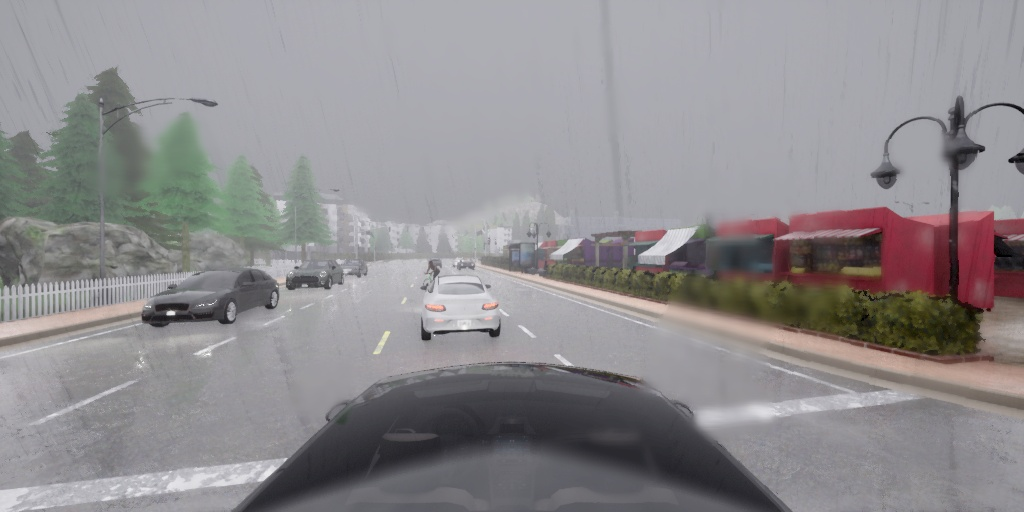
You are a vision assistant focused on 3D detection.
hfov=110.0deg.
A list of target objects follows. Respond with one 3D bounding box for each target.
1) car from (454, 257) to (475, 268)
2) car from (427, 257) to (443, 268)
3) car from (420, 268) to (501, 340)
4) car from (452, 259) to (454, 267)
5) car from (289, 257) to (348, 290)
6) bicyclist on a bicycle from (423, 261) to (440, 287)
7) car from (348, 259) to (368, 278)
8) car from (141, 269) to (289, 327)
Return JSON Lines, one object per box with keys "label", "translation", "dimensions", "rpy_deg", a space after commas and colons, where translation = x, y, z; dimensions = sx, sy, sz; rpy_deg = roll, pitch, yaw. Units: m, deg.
{"label": "car", "translation": [-5.677, 1.047, 43.744], "dimensions": [1.895, 1.301, 4.718], "rpy_deg": [0, 0, -13]}
{"label": "car", "translation": [-10.919, 0.897, 50.798], "dimensions": [1.837, 1.490, 4.892], "rpy_deg": [0, 0, -13]}
{"label": "car", "translation": [-1.487, 1.225, 9.761], "dimensions": [1.812, 1.442, 4.674], "rpy_deg": [0, 0, -12]}
{"label": "car", "translation": [-7.706, 0.905, 52.624], "dimensions": [1.812, 1.442, 4.674], "rpy_deg": [0, 0, -13]}
{"label": "car", "translation": [-11.417, 0.965, 21.062], "dimensions": [2.097, 1.767, 4.553], "rpy_deg": [0, 0, -13]}
{"label": "bicyclist on a bicycle", "translation": [-4.333, 1.078, 19.607], "dimensions": [0.582, 1.620, 1.656], "rpy_deg": [0, 1, 25]}
{"label": "car", "translation": [-13.627, 1.033, 30.681], "dimensions": [2.128, 1.511, 4.902], "rpy_deg": [0, 0, -13]}
{"label": "car", "translation": [-9.201, 1.190, 11.465], "dimensions": [1.837, 1.490, 4.892], "rpy_deg": [0, 0, -13]}
